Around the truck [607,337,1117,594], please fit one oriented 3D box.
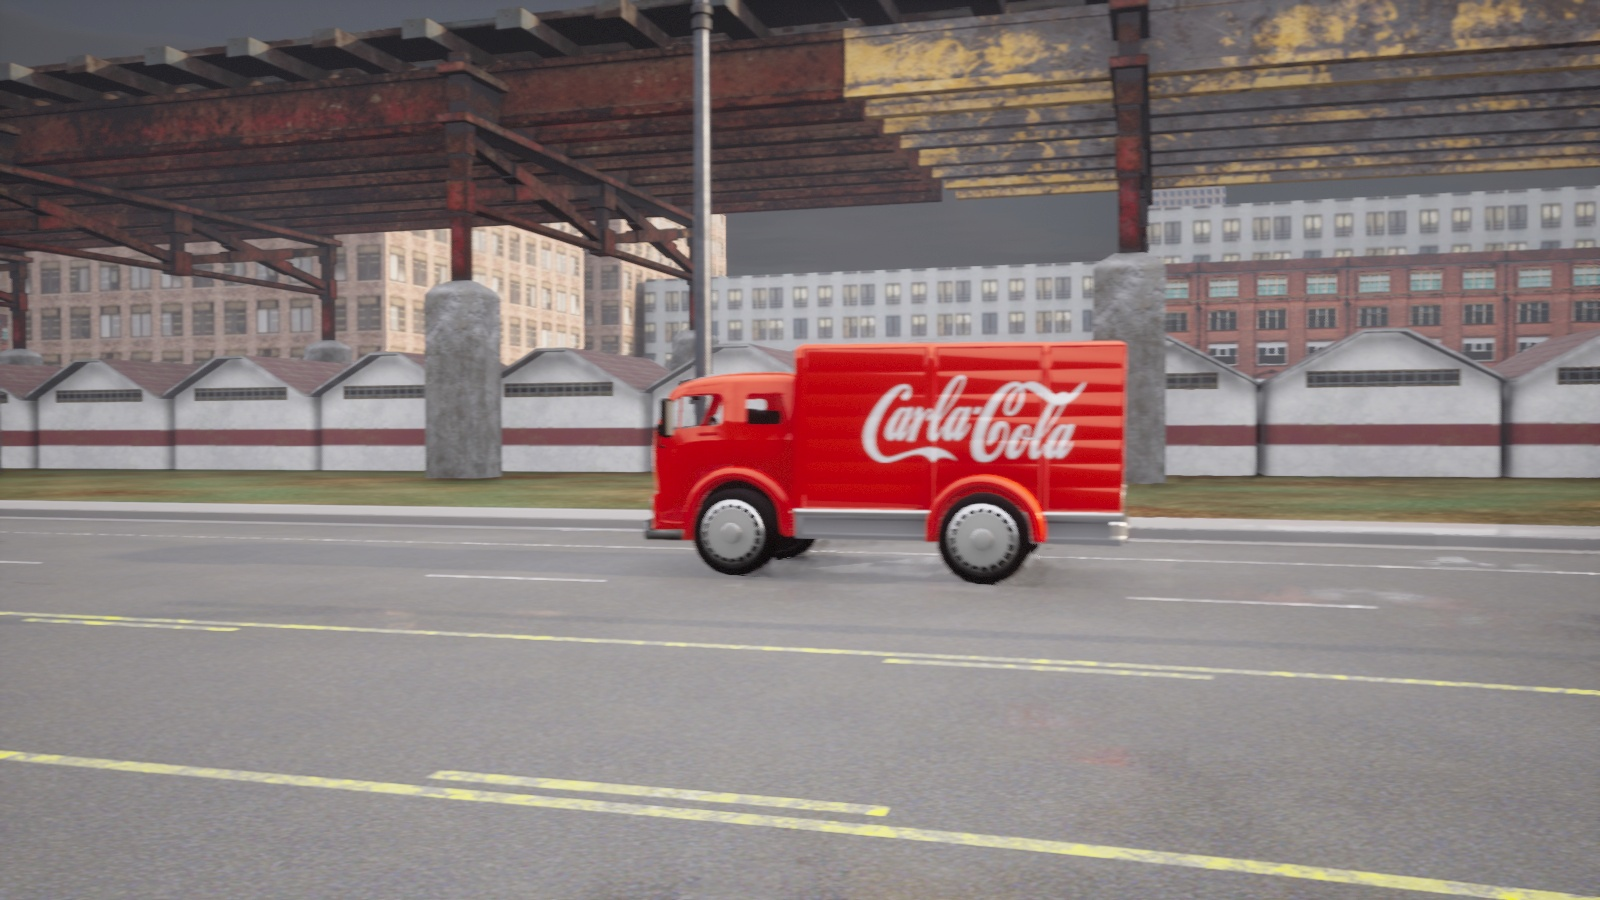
[{"bbox_3d":[0.809,0.107,13.989,5.204,2.467,2.627,1,1,15],"label":"truck"}]
